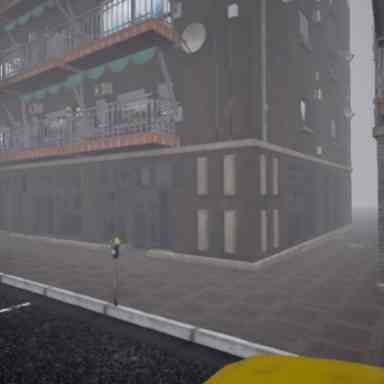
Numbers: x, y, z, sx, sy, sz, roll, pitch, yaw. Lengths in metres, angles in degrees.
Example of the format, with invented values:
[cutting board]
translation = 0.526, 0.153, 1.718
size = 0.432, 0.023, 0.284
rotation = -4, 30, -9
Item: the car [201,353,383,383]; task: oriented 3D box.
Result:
[car]
translation = 1.969, 1.520, 1.473
size = 4.829, 1.417, 1.752
rotation = 0, 0, 35
